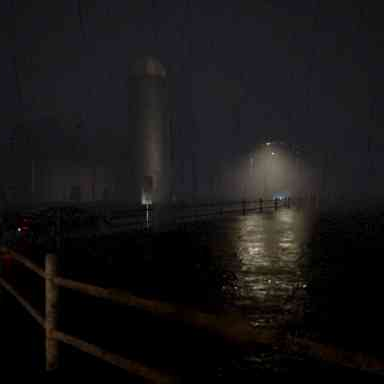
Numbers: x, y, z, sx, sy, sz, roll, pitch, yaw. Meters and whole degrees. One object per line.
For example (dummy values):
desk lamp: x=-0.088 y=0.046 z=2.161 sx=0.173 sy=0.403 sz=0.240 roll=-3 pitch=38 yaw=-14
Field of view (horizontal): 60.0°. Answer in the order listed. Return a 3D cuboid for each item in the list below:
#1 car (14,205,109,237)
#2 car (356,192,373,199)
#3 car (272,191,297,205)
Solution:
car: x=-6.429 y=1.414 z=16.959 sx=1.837 sy=1.490 sz=4.892 roll=-1 pitch=0 yaw=33
car: x=39.654 y=0.948 z=77.442 sx=2.033 sy=1.411 sz=5.357 roll=-1 pitch=0 yaw=42
car: x=14.126 y=0.901 z=50.688 sx=2.150 sy=2.045 sz=5.566 roll=-1 pitch=0 yaw=37
